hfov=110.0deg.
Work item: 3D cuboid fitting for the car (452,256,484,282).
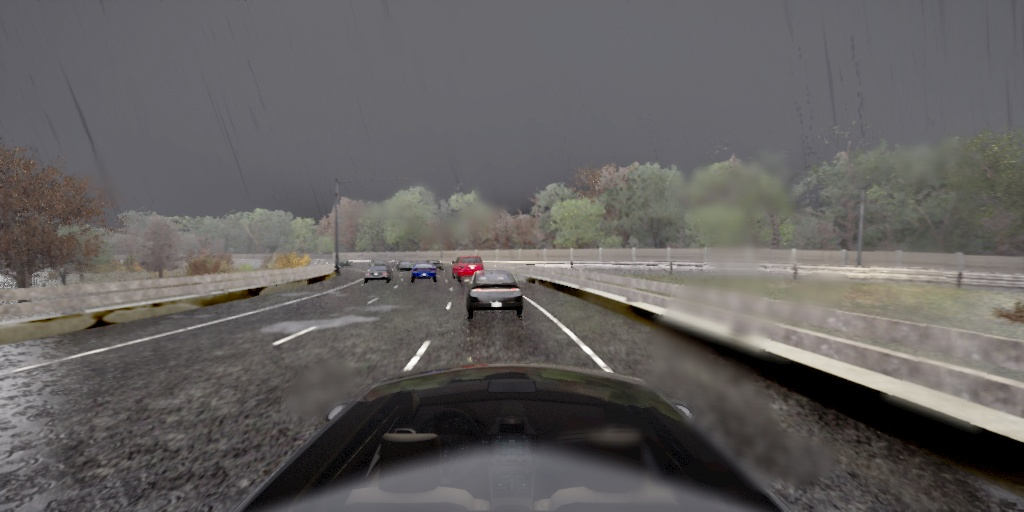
[{"bbox_3d":[-3.669,0.993,29.652,2.150,2.045,5.566,0,0,-15],"label":"car"}]

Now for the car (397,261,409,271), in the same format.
[{"bbox_3d":[-14.827,1.396,49.567,1.994,1.385,4.181,0,0,-26],"label":"car"}]

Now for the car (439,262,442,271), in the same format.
[{"bbox_3d":[-11.123,1.320,49.977,1.837,1.490,4.892,0,0,-25],"label":"car"}]

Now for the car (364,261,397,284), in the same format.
[{"bbox_3d":[-10.470,1.356,28.307,2.033,1.411,5.357,0,0,-15],"label":"car"}]

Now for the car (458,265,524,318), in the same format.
[{"bbox_3d":[-0.731,1.254,13.138,2.128,1.511,4.902,0,0,-6],"label":"car"}]

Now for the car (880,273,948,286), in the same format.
[{"bbox_3d":[37.547,1.960,33.568,4.181,1.385,1.994,3,1,25],"label":"car"}]

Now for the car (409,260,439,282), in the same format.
[{"bbox_3d":[-7.325,1.270,29.718,1.882,1.535,5.008,0,0,-15],"label":"car"}]

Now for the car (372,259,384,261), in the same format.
[{"bbox_3d":[-18.290,1.204,48.679,2.097,1.767,4.553,0,0,-26],"label":"car"}]
